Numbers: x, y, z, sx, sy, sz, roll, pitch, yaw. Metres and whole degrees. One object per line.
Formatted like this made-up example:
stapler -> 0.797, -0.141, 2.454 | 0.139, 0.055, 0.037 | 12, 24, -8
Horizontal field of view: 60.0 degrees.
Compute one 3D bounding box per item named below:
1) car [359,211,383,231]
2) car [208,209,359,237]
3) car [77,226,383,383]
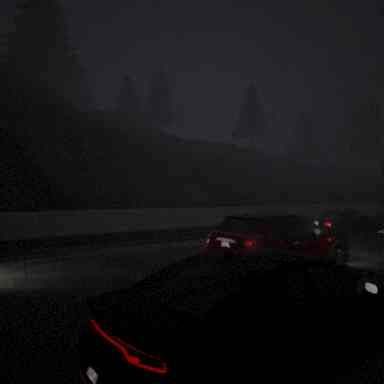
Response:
car -> 8.264, 1.629, 18.052 | 5.357, 1.411, 2.033 | 0, 0, -35
car -> 2.587, 1.385, 9.763 | 4.553, 1.767, 2.097 | 0, 0, -35
car -> 1.113, 1.491, 4.442 | 5.008, 1.535, 1.882 | 0, 0, -36
